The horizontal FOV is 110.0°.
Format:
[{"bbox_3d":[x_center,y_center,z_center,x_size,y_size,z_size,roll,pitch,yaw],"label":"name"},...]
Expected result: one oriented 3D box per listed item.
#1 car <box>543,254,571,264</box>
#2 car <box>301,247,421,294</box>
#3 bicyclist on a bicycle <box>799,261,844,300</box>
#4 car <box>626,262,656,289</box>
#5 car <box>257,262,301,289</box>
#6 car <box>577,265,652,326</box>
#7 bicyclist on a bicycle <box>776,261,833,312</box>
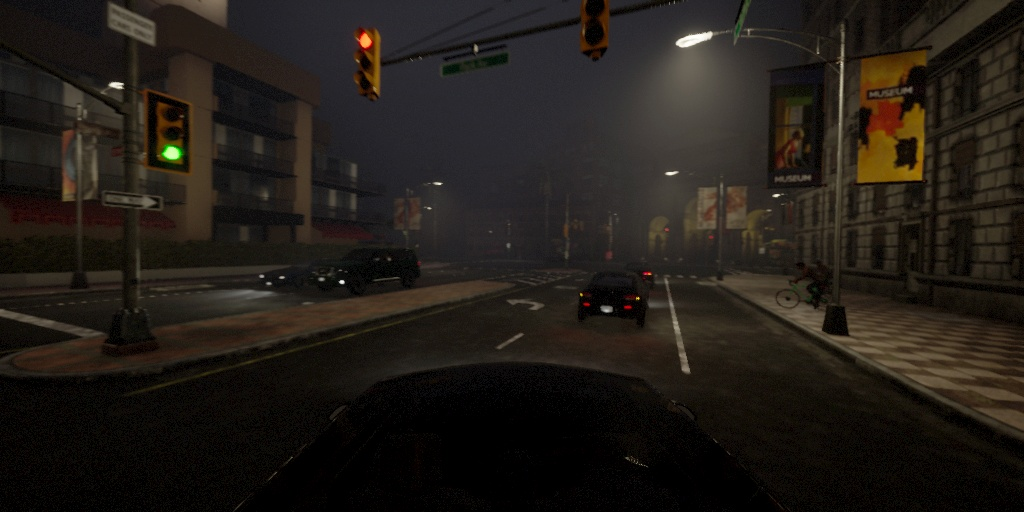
[{"bbox_3d":[6.767,0.463,54.204,2.128,1.511,4.902,1,1,-37],"label":"car"},{"bbox_3d":[-6.786,0.589,17.377,2.150,2.045,5.566,1,1,24],"label":"car"},{"bbox_3d":[13.486,1.043,15.634,1.656,1.620,0.582,0,1,-12],"label":"bicyclist on a bicycle"},{"bbox_3d":[7.464,1.068,21.354,1.812,1.442,4.674,1,1,22],"label":"car"},{"bbox_3d":[-10.035,0.836,18.739,2.033,1.411,5.357,1,1,22],"label":"car"},{"bbox_3d":[3.297,1.168,11.321,1.812,1.442,4.674,1,1,22],"label":"car"},{"bbox_3d":[9.998,1.042,12.192,1.656,1.620,0.582,1,1,38],"label":"bicyclist on a bicycle"}]
